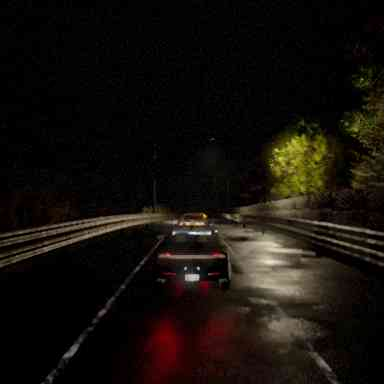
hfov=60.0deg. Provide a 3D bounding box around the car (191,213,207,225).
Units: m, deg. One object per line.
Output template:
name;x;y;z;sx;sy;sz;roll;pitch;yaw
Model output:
car;1.001;3.569;44.401;1.882;1.535;5.008;0;-4;3

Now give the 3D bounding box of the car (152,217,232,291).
car;-0.002;1.681;9.529;2.128;1.511;4.902;0;-2;0

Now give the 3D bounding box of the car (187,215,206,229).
car;0.541;3.079;34.942;1.895;1.301;4.718;0;-4;2

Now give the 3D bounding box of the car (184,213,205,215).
car;0.091;2.211;22.839;1.882;1.535;5.008;0;-3;1

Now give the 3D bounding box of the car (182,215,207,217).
car;0.015;2.045;16.762;1.895;1.301;4.718;0;-2;0

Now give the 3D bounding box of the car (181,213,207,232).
car;0.242;2.594;29.118;2.128;1.511;4.902;0;-4;2
